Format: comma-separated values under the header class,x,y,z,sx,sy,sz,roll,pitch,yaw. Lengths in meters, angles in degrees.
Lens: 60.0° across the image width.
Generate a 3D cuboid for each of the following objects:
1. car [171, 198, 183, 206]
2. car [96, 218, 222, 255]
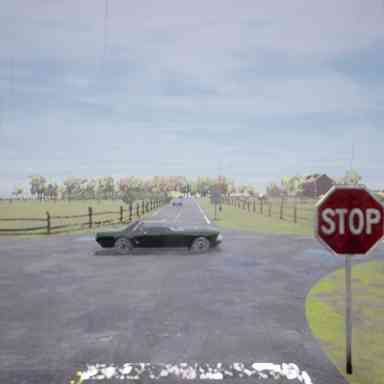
class,x,y,z,sx,sy,sz,roll,pitch,yaw
car,-2.842,1.965,65.037,1.812,1.442,4.674,0,0,0
car,-1.206,1.686,13.143,4.718,1.301,1.895,0,0,0
